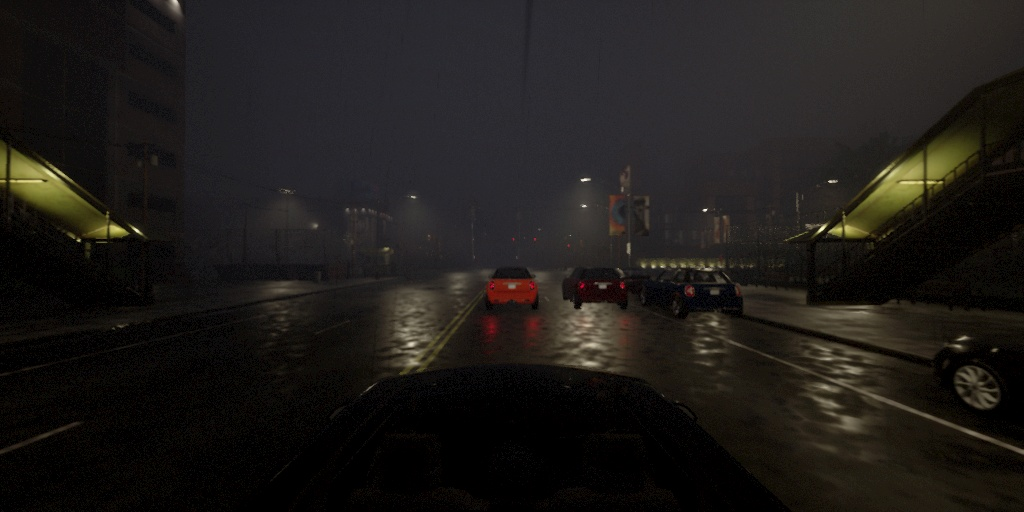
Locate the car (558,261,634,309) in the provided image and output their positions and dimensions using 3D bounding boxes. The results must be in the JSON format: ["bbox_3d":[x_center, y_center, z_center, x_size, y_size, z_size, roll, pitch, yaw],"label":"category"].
[{"bbox_3d":[3.505,1.234,15.938,2.097,1.767,4.553,0,-1,0],"label":"car"}]

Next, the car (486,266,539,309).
[{"bbox_3d":[0.005,1.234,15.938,2.097,1.767,4.553,0,-1,0],"label":"car"}]
